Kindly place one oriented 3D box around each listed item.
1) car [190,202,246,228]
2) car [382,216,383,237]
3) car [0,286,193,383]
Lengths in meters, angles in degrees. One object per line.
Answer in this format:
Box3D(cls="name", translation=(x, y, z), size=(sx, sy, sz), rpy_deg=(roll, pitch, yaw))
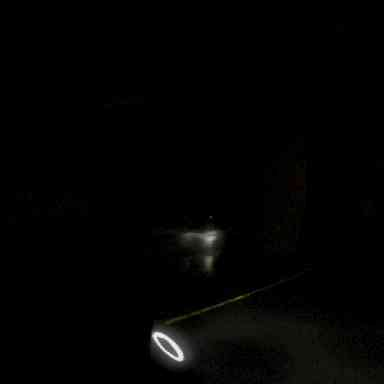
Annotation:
Box3D(cls="car", translation=(1.826, 1.489, 22.397), size=(1.882, 1.535, 5.008), rpy_deg=(0, 0, 36))
Box3D(cls="car", translation=(10.928, 1.419, 16.815), size=(1.882, 1.535, 5.008), rpy_deg=(0, 0, 37))
Box3D(cls="car", translation=(-2.197, 1.372, 2.513), size=(4.553, 1.767, 2.097), rpy_deg=(0, 0, -35))
